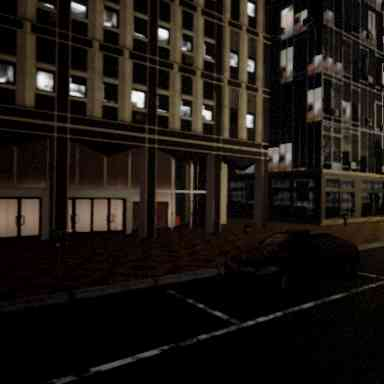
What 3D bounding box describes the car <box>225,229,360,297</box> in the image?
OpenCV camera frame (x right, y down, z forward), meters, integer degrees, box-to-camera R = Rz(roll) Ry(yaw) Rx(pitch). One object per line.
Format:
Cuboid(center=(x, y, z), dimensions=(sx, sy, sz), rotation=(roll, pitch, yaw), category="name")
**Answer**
Cuboid(center=(2.781, 1.658, 8.711), dimensions=(4.206, 1.307, 1.802), rotation=(1, 0, -35), category="car")
